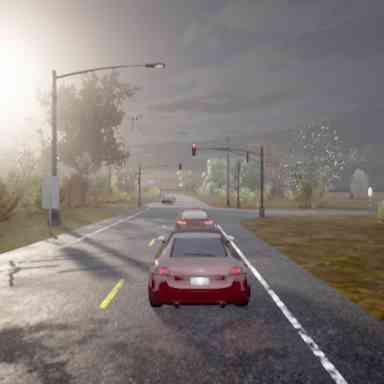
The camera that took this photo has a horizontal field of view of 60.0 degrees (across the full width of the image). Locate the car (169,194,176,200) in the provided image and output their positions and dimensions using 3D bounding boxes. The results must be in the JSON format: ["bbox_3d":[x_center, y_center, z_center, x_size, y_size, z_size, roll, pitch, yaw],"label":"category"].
[{"bbox_3d":[-5.007,1.288,86.404,1.882,1.535,5.008,0,0,-2],"label":"car"}]

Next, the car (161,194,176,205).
[{"bbox_3d":[-4.161,1.481,55.998,1.895,1.301,4.718,0,0,-1],"label":"car"}]

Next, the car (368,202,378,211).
[{"bbox_3d":[22.320,1.425,37.054,4.902,1.511,2.128,0,0,1],"label":"car"}]

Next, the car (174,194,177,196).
[{"bbox_3d":[-4.486,1.402,71.116,1.994,1.385,4.181,0,0,-2],"label":"car"}]

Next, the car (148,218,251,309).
[{"bbox_3d":[0.106,1.546,7.917,1.994,1.385,4.181,0,0,-1],"label":"car"}]

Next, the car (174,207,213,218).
[{"bbox_3d":[0.077,1.489,16.677,1.812,1.442,4.674,0,0,-2],"label":"car"}]
